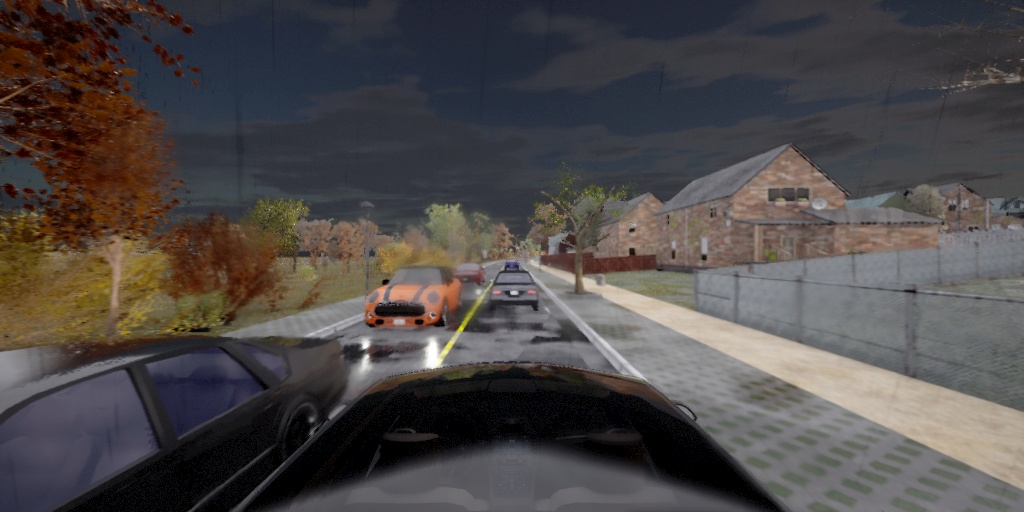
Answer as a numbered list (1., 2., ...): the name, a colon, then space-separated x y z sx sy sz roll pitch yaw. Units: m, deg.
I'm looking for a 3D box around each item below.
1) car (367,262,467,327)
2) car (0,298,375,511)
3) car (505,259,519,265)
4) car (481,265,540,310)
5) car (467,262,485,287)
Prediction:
1. car: -2.858 1.082 11.329 2.097 1.767 4.553 0 0 0
2. car: -2.847 1.297 2.006 2.033 1.411 5.357 0 0 0
3. car: 0.001 1.147 49.145 1.882 1.535 5.008 0 0 0
4. car: 0.083 1.269 14.414 2.033 1.411 5.357 0 0 0
5. car: -2.859 1.182 24.524 1.882 1.535 5.008 0 0 0
